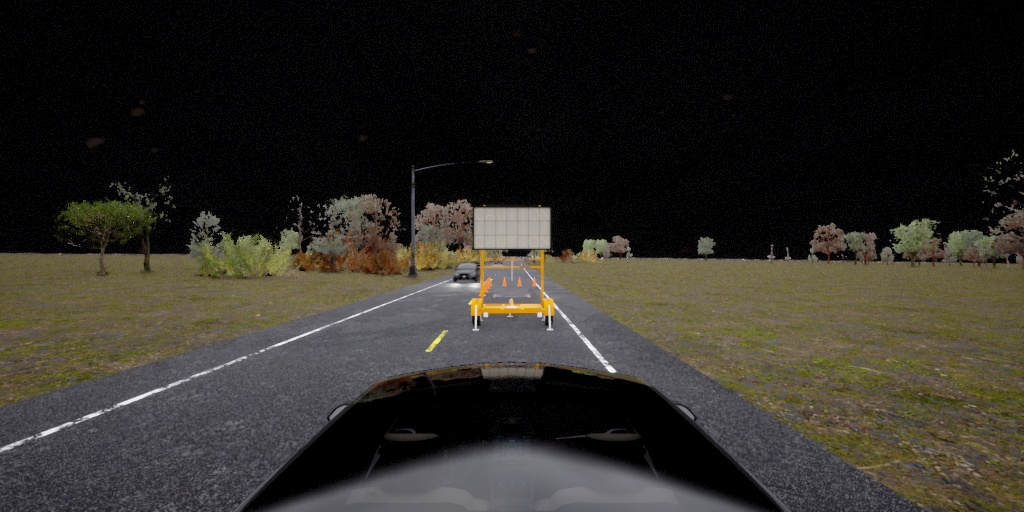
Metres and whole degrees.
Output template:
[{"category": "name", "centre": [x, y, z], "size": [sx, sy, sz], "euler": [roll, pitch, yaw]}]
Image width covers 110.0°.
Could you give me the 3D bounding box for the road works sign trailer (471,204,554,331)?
[{"category": "road works sign trailer", "centre": [0.004, 0.218, 11.040], "size": [2.380, 3.560, 2.880], "euler": [0, 0, -1]}]

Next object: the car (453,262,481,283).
[{"category": "car", "centre": [-3.486, 1.269, 28.536], "size": [1.837, 1.490, 4.892], "euler": [0, 0, 0]}]
